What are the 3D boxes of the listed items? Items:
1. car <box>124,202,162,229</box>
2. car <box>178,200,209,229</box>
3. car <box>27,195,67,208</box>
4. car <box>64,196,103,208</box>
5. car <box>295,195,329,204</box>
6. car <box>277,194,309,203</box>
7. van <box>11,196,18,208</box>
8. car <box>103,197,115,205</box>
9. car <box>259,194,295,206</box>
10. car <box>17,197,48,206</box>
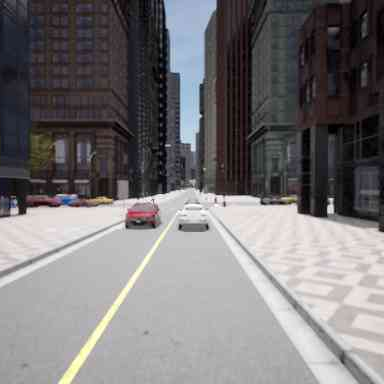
[{"bbox_3d":[-3.065,1.431,21.618,1.882,1.535,5.008,0,0,0],"label":"car"},{"bbox_3d":[0.103,1.480,21.351,1.812,1.442,4.674,0,0,0],"label":"car"},{"bbox_3d":[-20.957,1.406,47.009,5.009,1.841,2.192,-1,1,0],"label":"car"},{"bbox_3d":[-15.274,1.616,47.003,4.206,1.307,1.802,-1,1,0],"label":"car"},{"bbox_3d":[17.073,1.230,46.930,4.403,1.369,2.008,-1,1,0],"label":"car"},{"bbox_3d":[16.746,1.099,55.454,4.829,1.417,1.752,-1,1,0],"label":"car"},{"bbox_3d":[-26.636,1.488,47.023,3.998,1.788,1.690,-1,1,0],"label":"van"},{"bbox_3d":[-15.435,1.451,55.527,4.829,1.417,1.752,-1,1,0],"label":"car"},{"bbox_3d":[11.695,1.307,46.942,4.313,1.339,1.947,-1,1,0],"label":"car"},{"bbox_3d":[-26.624,1.604,55.552,4.313,1.339,1.947,-1,1,0],"label":"car"}]
